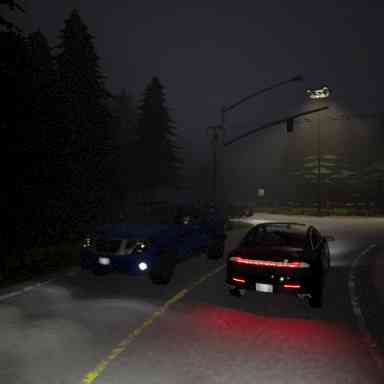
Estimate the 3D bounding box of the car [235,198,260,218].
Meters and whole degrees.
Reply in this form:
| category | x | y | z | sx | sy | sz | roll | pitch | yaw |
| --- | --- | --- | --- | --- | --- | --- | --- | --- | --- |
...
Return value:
| category | x | y | z | sx | sy | sz | roll | pitch | yaw |
| --- | --- | --- | --- | --- | --- | --- | --- | --- | --- |
| car | 3.827 | 1.518 | 30.495 | 2.128 | 1.511 | 4.902 | 0 | 0 | -20 |

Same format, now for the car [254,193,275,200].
| category | x | y | z | sx | sy | sz | roll | pitch | yaw |
| --- | --- | --- | --- | --- | --- | --- | --- | --- | --- |
| car | 14.382 | 1.251 | 65.734 | 2.150 | 2.045 | 5.566 | 0 | 0 | 43 |

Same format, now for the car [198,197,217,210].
| category | x | y | z | sx | sy | sz | roll | pitch | yaw |
| --- | --- | --- | --- | --- | --- | --- | --- | --- | --- |
| car | 2.209 | 1.528 | 45.603 | 1.837 | 1.490 | 4.892 | -1 | 1 | 12 |

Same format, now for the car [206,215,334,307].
| category | x | y | z | sx | sy | sz | roll | pitch | yaw |
| --- | --- | --- | --- | --- | --- | --- | --- | --- | --- |
| car | 2.296 | 1.492 | 8.128 | 2.128 | 1.511 | 4.902 | 0 | 0 | 25 |

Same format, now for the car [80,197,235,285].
| category | x | y | z | sx | sy | sz | roll | pitch | yaw |
| --- | --- | --- | --- | --- | --- | --- | --- | --- | --- |
| car | -0.757 | 1.221 | 10.058 | 2.150 | 2.045 | 5.566 | 0 | 0 | 27 |
